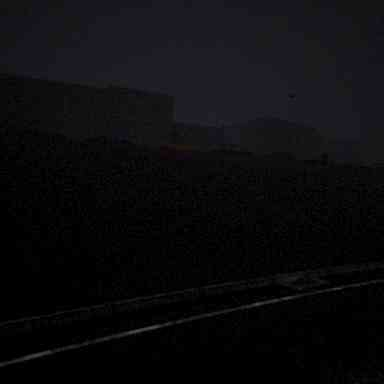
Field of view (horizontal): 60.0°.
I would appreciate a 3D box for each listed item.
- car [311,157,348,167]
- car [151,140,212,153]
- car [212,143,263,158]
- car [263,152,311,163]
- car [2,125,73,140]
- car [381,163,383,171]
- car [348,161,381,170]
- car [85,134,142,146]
[{"bbox_3d":[14.085,-2.973,35.975,4.674,1.452,2.002,3,-1,-25],"label":"car"},{"bbox_3d":[-1.186,-3.727,29.088,5.008,1.535,2.097,3,-1,-22],"label":"car"},{"bbox_3d":[3.899,-3.617,31.248,4.553,1.767,2.185,3,-1,-23],"label":"car"},{"bbox_3d":[9.106,-3.219,33.605,4.792,1.488,2.163,3,-1,-24],"label":"car"},{"bbox_3d":[-11.525,-4.190,25.085,4.892,1.521,2.231,2,-1,-20],"label":"car"},{"bbox_3d":[23.904,-2.644,41.052,4.553,1.767,2.185,3,-1,-28],"label":"car"},{"bbox_3d":[18.926,-2.779,38.408,4.892,1.521,2.231,3,-1,-27],"label":"car"},{"bbox_3d":[-6.335,-3.921,27.031,4.674,1.452,2.002,3,-1,-21],"label":"car"}]
